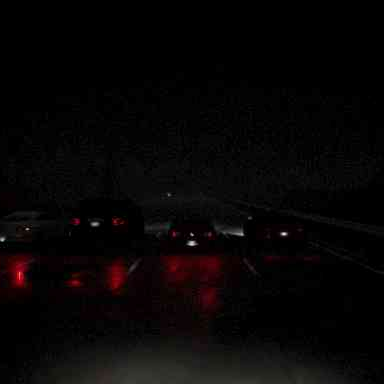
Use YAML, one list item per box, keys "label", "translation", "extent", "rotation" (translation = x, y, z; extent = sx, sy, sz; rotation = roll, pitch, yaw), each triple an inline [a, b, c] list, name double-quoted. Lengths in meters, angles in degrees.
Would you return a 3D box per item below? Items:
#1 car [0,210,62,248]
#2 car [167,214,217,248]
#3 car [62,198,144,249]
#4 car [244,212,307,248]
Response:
- label: "car"
  translation: [-7.000, 1.530, 14.650]
  extent: [1.812, 1.442, 4.674]
  rotation: [0, 0, 0]
- label: "car"
  translation: [0.000, 1.613, 14.680]
  extent: [1.895, 1.301, 4.718]
  rotation: [0, 0, 0]
- label: "car"
  translation: [-3.500, 1.255, 14.680]
  extent: [2.150, 2.045, 5.566]
  rotation: [0, 0, 0]
- label: "car"
  translation: [3.500, 1.570, 14.650]
  extent: [1.994, 1.385, 4.181]
  rotation: [0, 0, 0]
